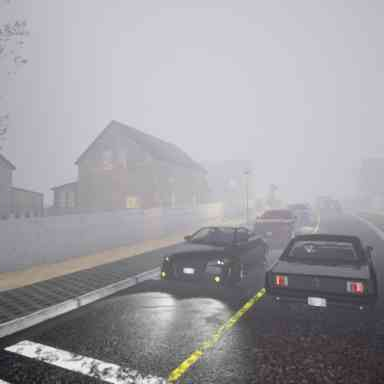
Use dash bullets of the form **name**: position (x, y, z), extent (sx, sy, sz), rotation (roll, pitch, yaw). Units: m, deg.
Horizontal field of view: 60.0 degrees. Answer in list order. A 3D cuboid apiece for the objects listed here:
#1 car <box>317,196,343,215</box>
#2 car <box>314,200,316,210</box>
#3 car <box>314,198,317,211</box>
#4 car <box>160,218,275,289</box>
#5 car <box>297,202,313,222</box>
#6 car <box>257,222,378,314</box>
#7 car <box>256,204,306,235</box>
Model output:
- **car**: position (15.347, 1.575, 36.842), extent (2.097, 1.767, 4.553), rotation (-2, -1, 19)
- **car**: position (12.030, 1.826, 35.938), extent (2.033, 1.411, 5.357), rotation (-2, -1, 20)
- **car**: position (18.267, 1.553, 46.158), extent (2.150, 2.045, 5.566), rotation (-1, -1, 16)
- **car**: position (0.819, 1.686, 9.631), extent (1.994, 1.385, 4.181), rotation (-2, -1, 27)
- **car**: position (8.351, 1.679, 26.328), extent (1.882, 1.535, 5.008), rotation (-2, -1, 22)
- **car**: position (3.174, 1.630, 7.771), extent (1.895, 1.301, 4.718), rotation (-2, -1, 27)
- **car**: position (4.557, 1.630, 17.468), extent (1.882, 1.535, 5.008), rotation (-2, -1, 24)
